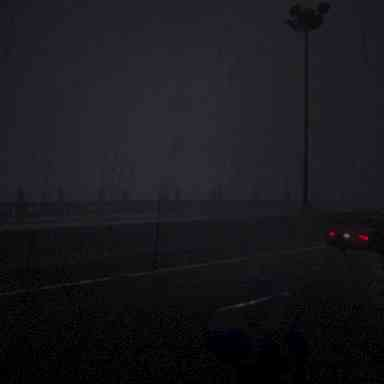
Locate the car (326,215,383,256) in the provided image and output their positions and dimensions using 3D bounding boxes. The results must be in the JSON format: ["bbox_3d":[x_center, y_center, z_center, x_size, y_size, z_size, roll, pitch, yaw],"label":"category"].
[{"bbox_3d":[7.728,1.682,13.692,5.357,1.411,2.033,1,0,-36],"label":"car"}]
